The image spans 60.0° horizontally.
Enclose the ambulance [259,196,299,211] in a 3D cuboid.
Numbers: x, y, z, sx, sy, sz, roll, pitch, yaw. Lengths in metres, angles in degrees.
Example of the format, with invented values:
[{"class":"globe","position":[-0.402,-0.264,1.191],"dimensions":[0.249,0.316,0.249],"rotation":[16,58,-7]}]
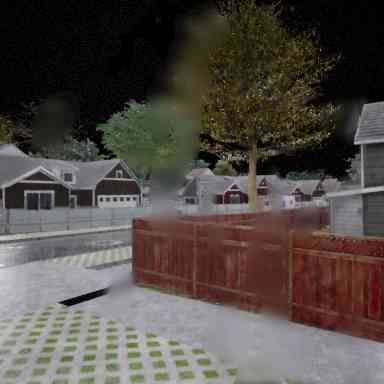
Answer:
[{"class":"ambulance","position":[9.147,1.629,34.324],"dimensions":[2.351,2.431,6.366],"rotation":[-1,-2,35]}]
